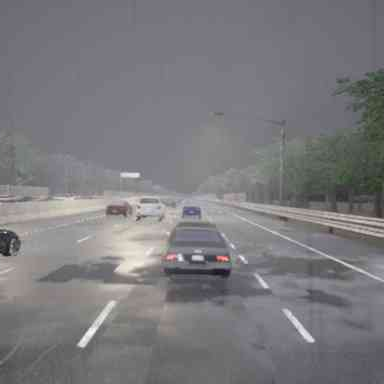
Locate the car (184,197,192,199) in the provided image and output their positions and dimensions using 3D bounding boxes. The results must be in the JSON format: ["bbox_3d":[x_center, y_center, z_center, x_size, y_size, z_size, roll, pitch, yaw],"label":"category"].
[{"bbox_3d":[-0.255,2.146,62.323,1.882,1.535,5.008,2,-1,0],"label":"car"}]

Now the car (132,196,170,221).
[{"bbox_3d":[-3.480,1.423,29.233,2.150,2.045,5.566,2,-1,0],"label":"car"}]

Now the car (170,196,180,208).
[{"bbox_3d":[-3.723,1.883,58.861,2.097,1.767,4.553,2,-1,0],"label":"car"}]

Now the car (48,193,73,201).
[{"bbox_3d":[-21.206,1.244,55.277,2.150,2.045,5.566,2,-1,0],"label":"car"}]

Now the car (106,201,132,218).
[{"bbox_3d":[-7.011,1.619,32.583,1.882,1.535,5.008,2,-1,0],"label":"car"}]

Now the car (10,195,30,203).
[{"bbox_3d":[-28.205,1.293,55.230,1.882,1.535,5.008,2,-1,0],"label":"car"}]

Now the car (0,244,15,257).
[{"bbox_3d":[-3.339,1.435,2.000,1.837,1.490,4.892,2,-1,0],"label":"car"}]

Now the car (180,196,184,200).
[{"bbox_3d":[-3.953,2.207,86.090,2.097,1.767,4.553,2,-1,0],"label":"car"}]

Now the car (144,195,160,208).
[{"bbox_3d":[-7.234,1.678,60.665,2.150,2.045,5.566,2,-1,0],"label":"car"}]

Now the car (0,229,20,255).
[{"bbox_3d":[-6.873,1.433,9.634,1.812,1.442,4.674,2,-1,0],"label":"car"}]

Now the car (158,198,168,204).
[{"bbox_3d":[-7.457,2.296,86.125,2.033,1.411,5.357,2,-1,0],"label":"car"}]

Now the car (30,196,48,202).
[{"bbox_3d":[-24.710,1.450,55.836,1.812,1.442,4.674,2,-1,0],"label":"car"}]

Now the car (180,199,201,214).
[{"bbox_3d":[-0.033,1.838,35.138,1.882,1.535,5.008,2,-1,0],"label":"car"}]

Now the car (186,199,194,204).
[{"bbox_3d":[-0.495,2.551,90.385,1.994,1.385,4.181,2,-1,0],"label":"car"}]

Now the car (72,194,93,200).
[{"bbox_3d":[-17.723,1.462,55.431,2.097,1.767,4.553,2,-1,0],"label":"car"}]

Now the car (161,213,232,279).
[{"bbox_3d":[0.121,1.654,10.487,2.033,1.411,5.357,2,-1,0],"label":"car"}]
